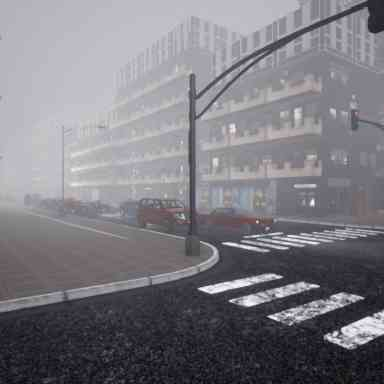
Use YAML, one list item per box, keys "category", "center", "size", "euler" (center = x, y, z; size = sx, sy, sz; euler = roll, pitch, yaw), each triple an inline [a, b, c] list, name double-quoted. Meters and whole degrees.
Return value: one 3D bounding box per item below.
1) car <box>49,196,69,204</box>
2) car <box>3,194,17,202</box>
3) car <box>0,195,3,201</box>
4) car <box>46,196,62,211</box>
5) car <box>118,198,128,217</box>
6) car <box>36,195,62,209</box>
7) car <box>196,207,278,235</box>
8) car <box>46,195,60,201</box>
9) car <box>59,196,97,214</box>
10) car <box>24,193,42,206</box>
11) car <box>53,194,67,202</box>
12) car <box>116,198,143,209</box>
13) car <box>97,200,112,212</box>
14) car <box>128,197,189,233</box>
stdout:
- category: "car"
  center: [-24.517, 1.383, 61.265]
  size: [2.033, 1.411, 5.357]
  euler: [0, 0, -37]
- category: "car"
  center: [-38.107, 1.412, 70.144]
  size: [1.802, 1.307, 4.206]
  euler: [0, 0, -36]
- category: "car"
  center: [-41.430, 1.269, 74.730]
  size: [1.967, 1.590, 4.097]
  euler: [0, 0, -36]
- category: "car"
  center: [-14.848, 1.451, 38.030]
  size: [1.947, 1.339, 4.313]
  euler: [0, 0, -36]
- category: "car"
  center: [-4.452, 1.400, 28.088]
  size: [1.882, 1.535, 5.008]
  euler: [0, 0, -36]
- category: "car"
  center: [-18.171, 1.436, 42.619]
  size: [1.947, 1.339, 4.313]
  euler: [0, 0, -36]
- category: "car"
  center: [2.485, 1.560, 18.757]
  size: [1.895, 1.301, 4.718]
  euler: [0, 0, -39]
- category: "car"
  center: [-31.318, 1.379, 75.058]
  size: [2.008, 1.369, 4.403]
  euler: [0, 0, -36]
- category: "car"
  center: [-11.524, 1.444, 33.442]
  size: [1.887, 1.381, 4.507]
  euler: [0, 0, -36]
- category: "car"
  center: [-24.815, 1.162, 51.793]
  size: [2.192, 1.841, 5.009]
  euler: [0, 0, -36]
- category: "car"
  center: [-27.996, 1.269, 70.472]
  size: [1.967, 1.590, 4.097]
  euler: [0, 0, -36]
- category: "car"
  center: [-8.061, 1.465, 42.947]
  size: [1.802, 1.307, 4.206]
  euler: [0, 0, -36]
- category: "car"
  center: [-10.484, 1.495, 36.431]
  size: [1.895, 1.301, 4.718]
  euler: [0, 0, -36]
- category: "car"
  center: [-1.556, 1.264, 19.679]
  size: [2.192, 1.841, 5.009]
  euler: [0, 0, -36]
